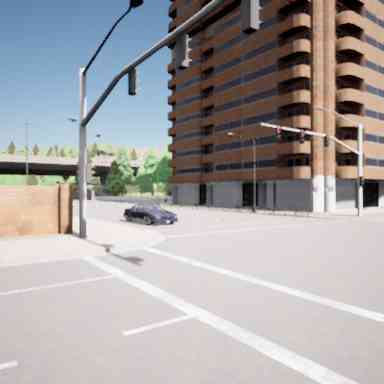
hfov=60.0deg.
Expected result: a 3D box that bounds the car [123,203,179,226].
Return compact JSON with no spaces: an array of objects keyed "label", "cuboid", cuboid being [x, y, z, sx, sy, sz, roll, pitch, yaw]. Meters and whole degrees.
[{"label":"car","cuboid":[-3.074,1.526,23.567,2.033,1.411,5.357,0,0,-36]}]
